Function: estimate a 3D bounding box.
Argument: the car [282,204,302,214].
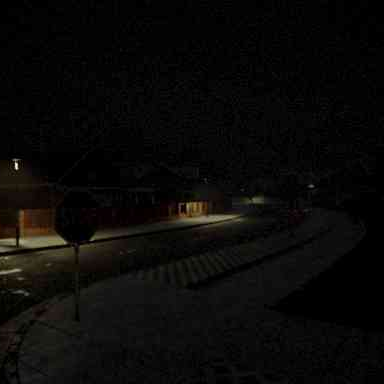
[{"bbox_3d":[12.507,1.857,41.354,1.837,1.490,4.892,-1,-1,15],"label":"car"}]

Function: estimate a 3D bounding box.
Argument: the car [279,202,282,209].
[{"bbox_3d":[14.641,2.041,51.527,1.895,1.301,4.718,-1,-1,8],"label":"car"}]
